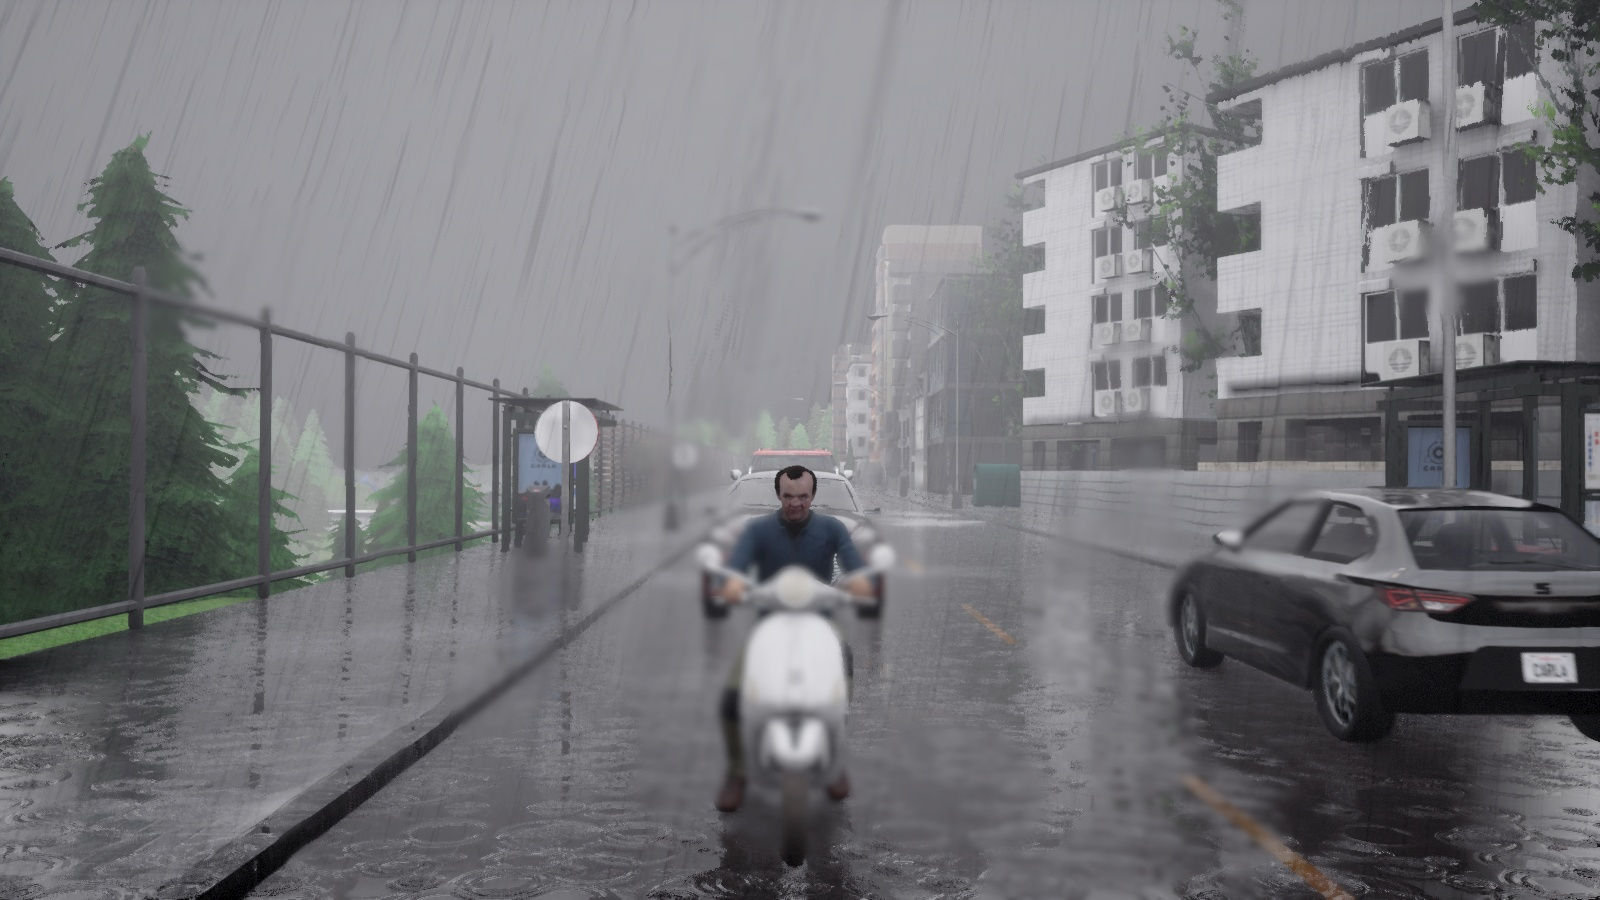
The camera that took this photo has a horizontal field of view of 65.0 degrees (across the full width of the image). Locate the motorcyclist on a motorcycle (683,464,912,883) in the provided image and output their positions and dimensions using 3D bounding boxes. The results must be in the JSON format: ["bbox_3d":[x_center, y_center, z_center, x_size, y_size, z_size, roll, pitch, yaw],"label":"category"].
[{"bbox_3d":[-0.014,0.864,5.695,0.866,1.590,1.817,0,-1,0],"label":"motorcyclist on a motorcycle"}]

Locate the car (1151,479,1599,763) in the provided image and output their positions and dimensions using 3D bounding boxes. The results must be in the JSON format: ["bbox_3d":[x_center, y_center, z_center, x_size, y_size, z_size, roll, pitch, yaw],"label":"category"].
[{"bbox_3d":[3.966,0.960,8.796,1.816,1.474,4.193,0,-1,0],"label":"car"}]

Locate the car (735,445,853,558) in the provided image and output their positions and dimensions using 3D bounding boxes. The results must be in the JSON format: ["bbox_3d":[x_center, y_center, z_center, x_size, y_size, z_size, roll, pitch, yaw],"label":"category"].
[{"bbox_3d":[-0.145,0.960,25.680,2.150,2.045,5.566,0,0,-1],"label":"car"}]

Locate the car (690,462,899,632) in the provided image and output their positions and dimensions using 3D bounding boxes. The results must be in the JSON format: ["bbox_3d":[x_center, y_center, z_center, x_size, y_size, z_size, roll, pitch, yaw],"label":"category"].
[{"bbox_3d":[-0.070,0.991,14.704,2.033,1.649,4.856,0,-1,0],"label":"car"}]
